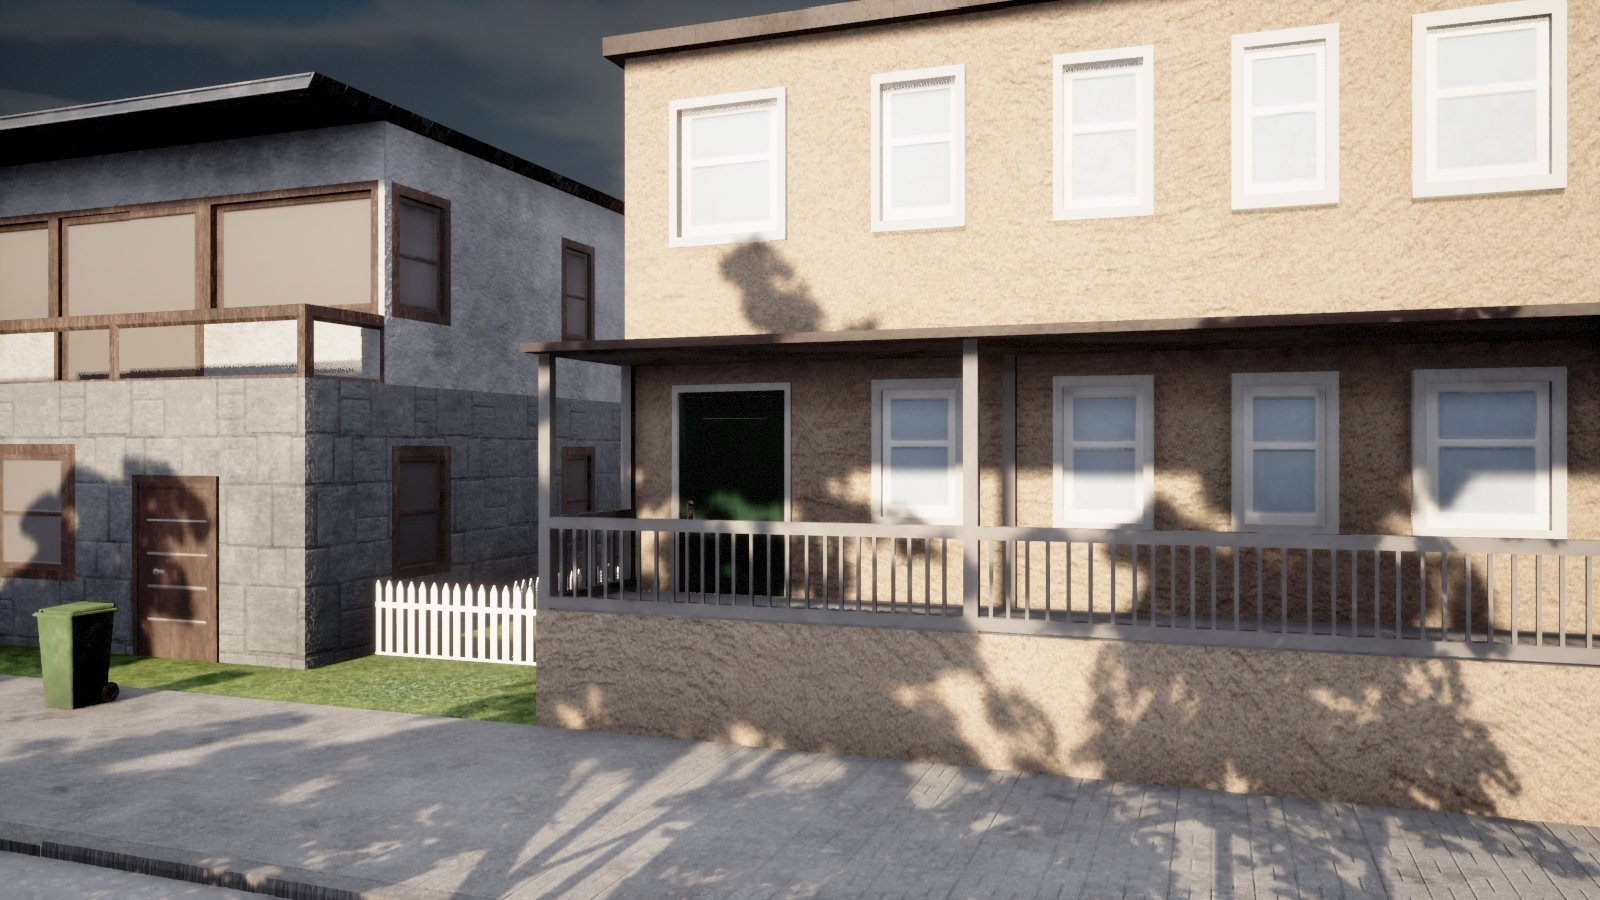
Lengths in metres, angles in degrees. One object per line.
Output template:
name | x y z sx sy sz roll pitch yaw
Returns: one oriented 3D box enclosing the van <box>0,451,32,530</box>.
van | -27.753 1.329 35.973 1.988 2.561 5.915 0 0 20
